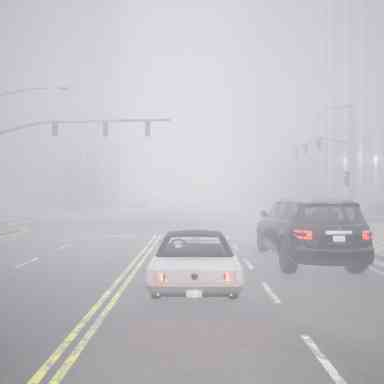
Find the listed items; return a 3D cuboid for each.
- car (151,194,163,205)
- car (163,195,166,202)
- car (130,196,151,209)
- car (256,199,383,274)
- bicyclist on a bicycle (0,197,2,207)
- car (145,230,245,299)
[{"bbox_3d":[-7.021,1.492,59.840,2.128,1.511,4.902,0,0,0],"label":"car"},{"bbox_3d":[-6.936,1.353,74.834,2.097,1.767,4.553,0,0,0],"label":"car"},{"bbox_3d":[-7.057,1.565,44.534,1.994,1.385,4.181,0,0,0],"label":"car"},{"bbox_3d":[3.583,1.222,10.746,2.150,2.045,5.566,0,0,0],"label":"car"},{"bbox_3d":[-26.380,1.301,45.411,0.582,1.620,1.656,0,0,-1],"label":"bicyclist on a bicycle"},{"bbox_3d":[0.067,1.601,8.391,1.895,1.301,4.718,0,0,1],"label":"car"}]
